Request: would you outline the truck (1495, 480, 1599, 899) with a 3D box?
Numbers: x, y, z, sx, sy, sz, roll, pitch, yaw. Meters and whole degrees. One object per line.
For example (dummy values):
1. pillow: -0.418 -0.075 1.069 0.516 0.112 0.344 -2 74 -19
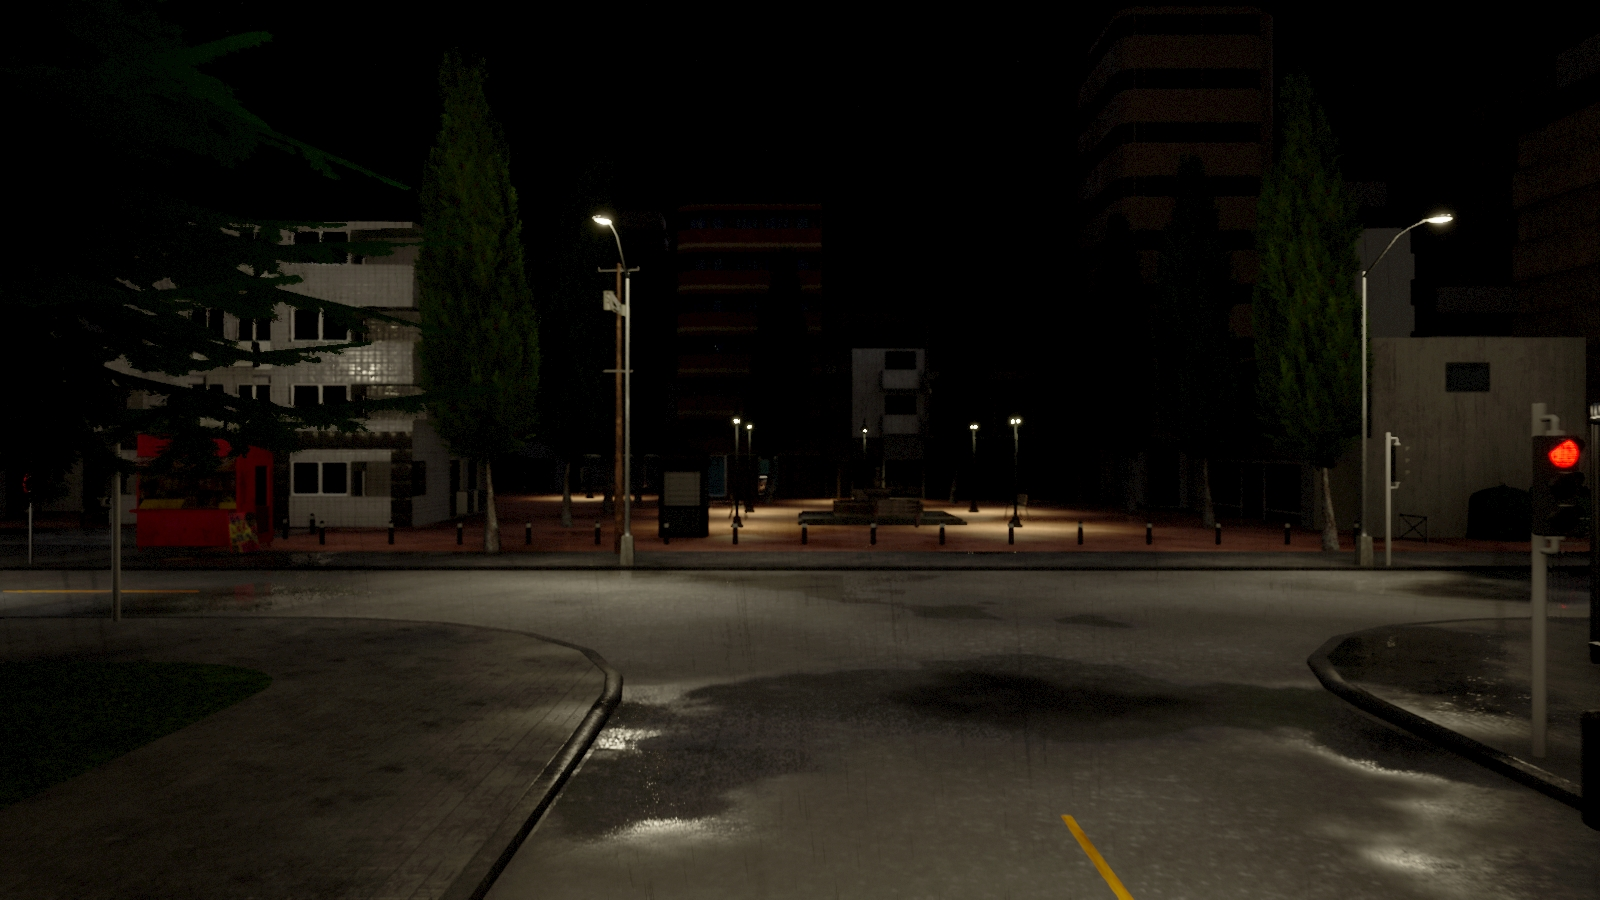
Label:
1. truck: 4.019 1.350 1.862 2.627 2.467 5.204 0 0 0
